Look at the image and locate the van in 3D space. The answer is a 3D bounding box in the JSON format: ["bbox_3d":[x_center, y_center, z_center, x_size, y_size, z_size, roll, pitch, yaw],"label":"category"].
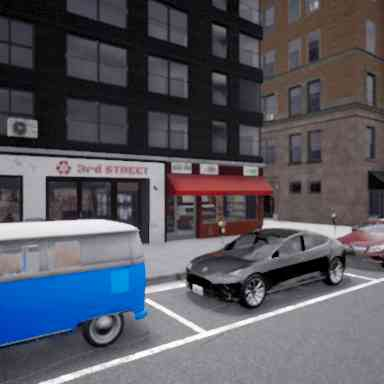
[{"bbox_3d":[-2.607,1.340,4.684,3.998,1.788,1.690,0,0,-35],"label":"van"}]

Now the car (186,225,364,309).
[{"bbox_3d":[1.896,1.559,7.844,4.313,1.339,1.947,0,0,-35],"label":"car"}]

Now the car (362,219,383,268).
[{"bbox_3d":[6.399,1.570,11.005,4.206,1.307,1.802,0,0,-35],"label":"car"}]
